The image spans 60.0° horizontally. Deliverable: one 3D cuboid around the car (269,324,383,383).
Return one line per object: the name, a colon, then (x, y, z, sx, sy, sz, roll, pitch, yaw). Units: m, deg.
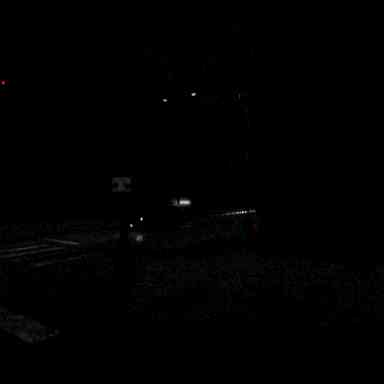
car: (2.599, 1.315, 0.955, 5.009, 1.841, 2.192, 0, 0, 35)

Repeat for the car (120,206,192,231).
car: (-2.061, 1.525, 20.070, 1.895, 1.301, 4.718, 0, 0, 35)
